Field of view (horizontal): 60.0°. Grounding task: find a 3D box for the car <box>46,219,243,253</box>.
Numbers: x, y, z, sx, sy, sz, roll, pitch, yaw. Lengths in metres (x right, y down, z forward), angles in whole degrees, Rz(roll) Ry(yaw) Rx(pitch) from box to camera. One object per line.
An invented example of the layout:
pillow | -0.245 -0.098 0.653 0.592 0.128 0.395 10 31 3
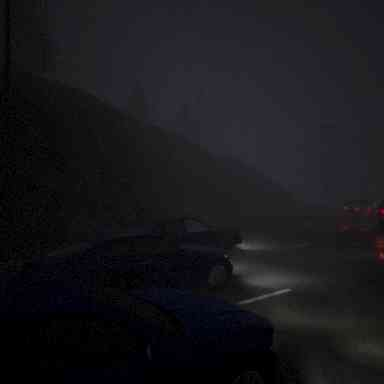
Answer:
car | -1.194 1.552 7.287 4.674 1.442 1.812 0 0 -36

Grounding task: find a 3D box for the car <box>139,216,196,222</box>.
car | -0.591 1.580 12.047 5.357 1.411 2.033 0 0 -37

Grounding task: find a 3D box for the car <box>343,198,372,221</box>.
car | 13.801 1.309 27.099 2.097 1.767 4.553 -1 0 35

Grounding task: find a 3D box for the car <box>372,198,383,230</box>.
car | 12.715 1.172 19.785 2.150 2.045 5.566 0 0 41

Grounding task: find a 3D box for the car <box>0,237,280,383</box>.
car | -1.372 1.496 2.832 5.008 1.535 1.882 0 0 -35
